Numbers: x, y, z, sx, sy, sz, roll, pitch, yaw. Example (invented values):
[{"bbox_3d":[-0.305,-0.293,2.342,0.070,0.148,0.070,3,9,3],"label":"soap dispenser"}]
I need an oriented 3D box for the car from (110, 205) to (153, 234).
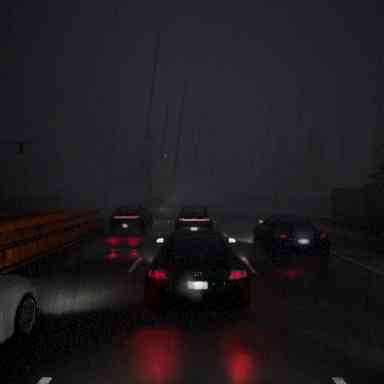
[{"bbox_3d":[-3.404,1.486,19.344,2.128,1.511,4.902,0,0,0],"label":"car"}]

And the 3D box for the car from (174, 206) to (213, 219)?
[{"bbox_3d":[0.097,1.487,17.635,2.128,1.511,4.902,0,0,0],"label":"car"}]

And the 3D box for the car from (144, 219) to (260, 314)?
[{"bbox_3d":[0.099,1.562,7.686,1.994,1.385,4.181,0,0,0],"label":"car"}]

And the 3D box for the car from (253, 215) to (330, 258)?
[{"bbox_3d":[3.597,1.561,12.703,1.994,1.385,4.181,0,0,0],"label":"car"}]

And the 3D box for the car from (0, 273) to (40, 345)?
[{"bbox_3d":[-3.402,1.524,3.527,1.812,1.442,4.674,0,0,0],"label":"car"}]
